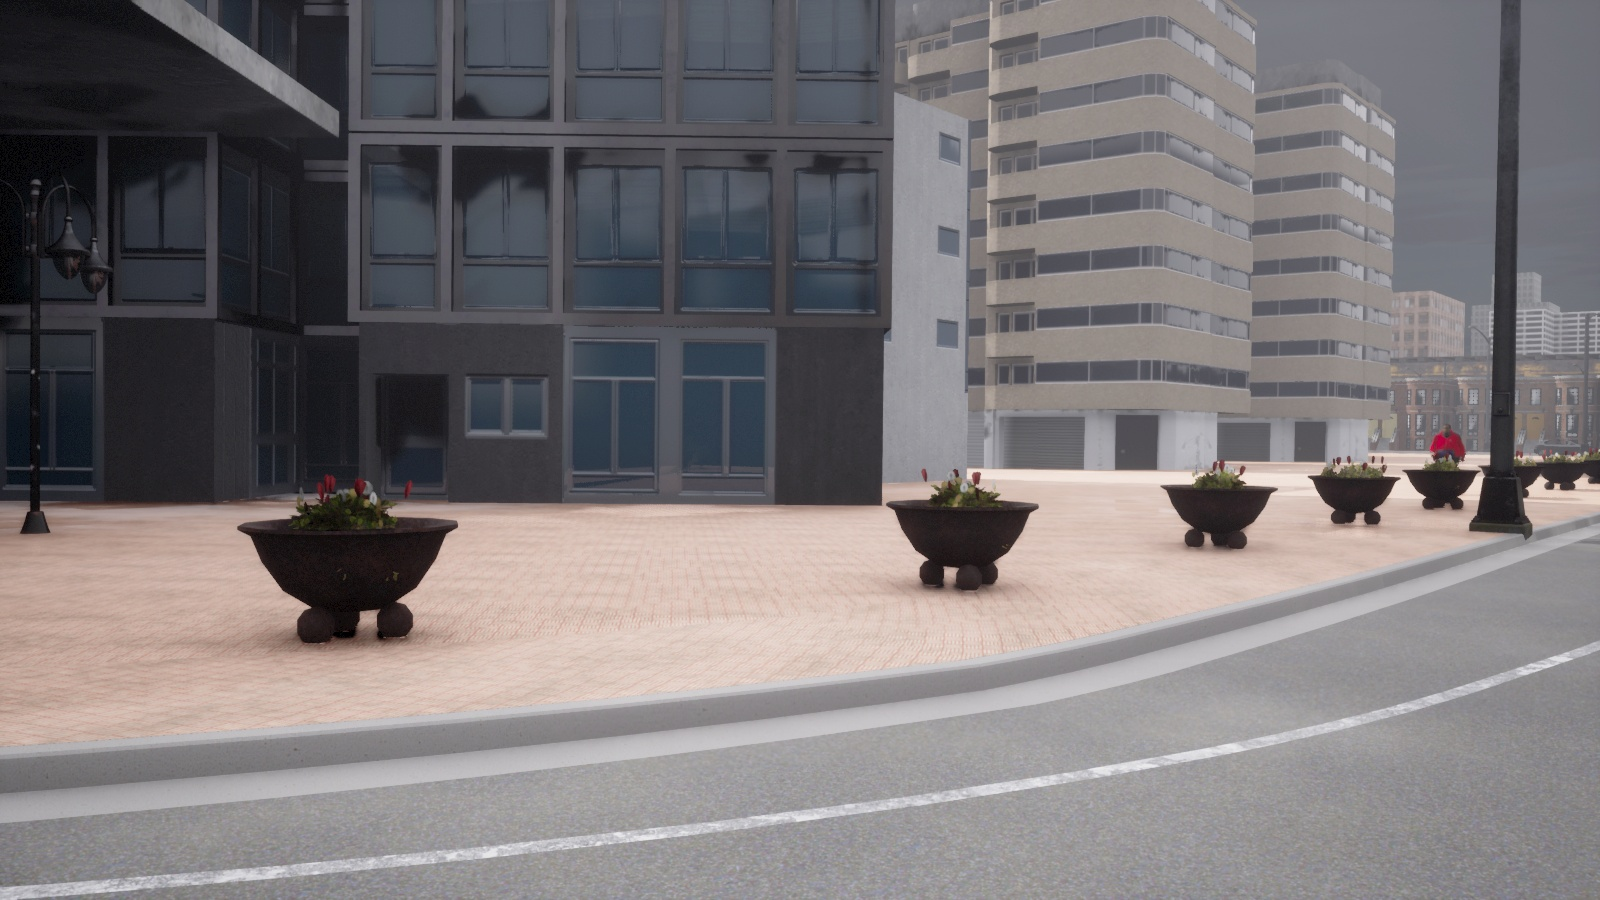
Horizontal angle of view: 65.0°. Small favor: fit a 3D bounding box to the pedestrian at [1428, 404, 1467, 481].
[{"bbox_3d":[15.735,-0.184,30.504,0.634,1.844,0.899,0,1,42],"label":"pedestrian"}]
